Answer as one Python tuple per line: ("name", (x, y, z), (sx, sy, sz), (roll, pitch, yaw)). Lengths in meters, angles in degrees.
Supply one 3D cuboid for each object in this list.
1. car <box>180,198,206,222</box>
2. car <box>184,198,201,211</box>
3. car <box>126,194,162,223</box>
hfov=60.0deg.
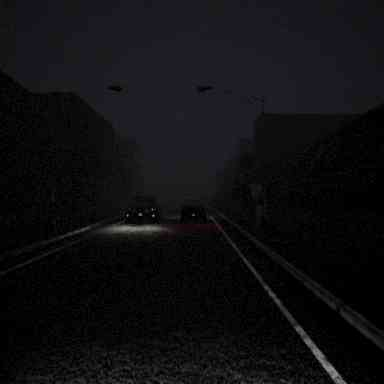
("car", (0.097, 1.472, 26.064), (1.882, 1.535, 5.008), (0, 0, 0))
("car", (-0.007, 1.536, 42.860), (2.033, 1.411, 5.357), (0, 0, -1))
("car", (-3.599, 1.216, 25.886), (2.150, 2.045, 5.566), (0, 0, 0))
